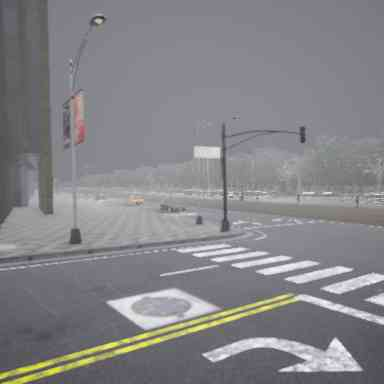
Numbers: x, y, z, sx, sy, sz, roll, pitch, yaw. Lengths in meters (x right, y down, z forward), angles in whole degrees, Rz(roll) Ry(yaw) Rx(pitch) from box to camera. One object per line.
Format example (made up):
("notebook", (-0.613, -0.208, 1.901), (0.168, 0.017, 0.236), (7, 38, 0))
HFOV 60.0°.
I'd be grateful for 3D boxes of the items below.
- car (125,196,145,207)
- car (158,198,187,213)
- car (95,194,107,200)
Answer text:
("car", (-8.641, 1.355, 50.100), (1.882, 1.535, 5.008), (-2, 2, -26))
("car", (-2.259, 1.531, 37.239), (1.837, 1.490, 4.892), (-2, 3, -26))
("car", (-20.034, 1.106, 73.059), (1.994, 1.385, 4.181), (-2, 2, -26))
